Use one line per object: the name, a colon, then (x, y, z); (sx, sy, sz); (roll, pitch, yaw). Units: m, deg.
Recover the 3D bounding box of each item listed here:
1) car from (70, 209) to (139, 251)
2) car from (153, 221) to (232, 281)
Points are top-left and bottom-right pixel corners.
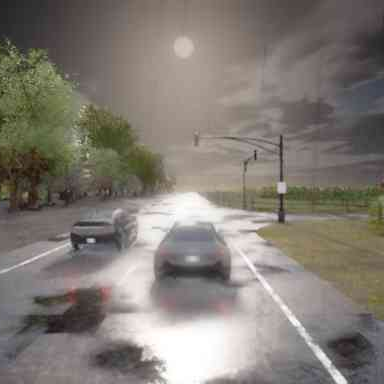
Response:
car: (-3.430, 1.441, 13.803); (2.128, 1.511, 4.902); (0, 0, 1)
car: (0.027, 1.528, 9.772); (1.994, 1.385, 4.181); (0, 0, 0)
